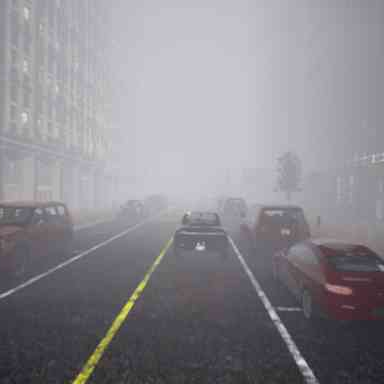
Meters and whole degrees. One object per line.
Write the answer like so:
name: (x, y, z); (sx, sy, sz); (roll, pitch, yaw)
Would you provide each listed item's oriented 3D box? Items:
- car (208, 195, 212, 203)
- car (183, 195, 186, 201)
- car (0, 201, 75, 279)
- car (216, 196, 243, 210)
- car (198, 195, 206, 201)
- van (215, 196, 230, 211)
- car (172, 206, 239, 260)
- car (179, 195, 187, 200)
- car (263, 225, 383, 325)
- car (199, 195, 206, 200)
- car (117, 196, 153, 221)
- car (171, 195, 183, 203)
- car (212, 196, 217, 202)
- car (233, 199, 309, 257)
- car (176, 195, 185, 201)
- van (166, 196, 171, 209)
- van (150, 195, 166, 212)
car: (4.684, 1.473, 69.897); (1.967, 1.590, 4.097); (1, 0, 2)
car: (-3.025, 1.436, 75.516); (1.752, 1.417, 4.829); (1, 0, 2)
car: (-5.188, 1.231, 9.936); (2.192, 1.841, 5.009); (1, 0, 2)
car: (3.436, 1.355, 27.935); (2.192, 1.841, 5.009); (1, 0, 2)
car: (2.472, 1.515, 81.307); (2.128, 1.511, 4.902); (1, 0, 2)
van: (3.825, 1.379, 42.173); (1.690, 1.788, 3.998); (1, 0, 2)
car: (0.340, 1.491, 12.582); (2.128, 1.511, 4.902); (1, 0, 2)
car: (-2.504, 1.486, 92.321); (1.802, 1.307, 4.206); (1, 0, 2)
car: (2.858, 1.622, 6.954); (1.802, 1.307, 4.206); (1, 0, 2)
car: (2.795, 1.572, 91.748); (1.895, 1.301, 4.718); (1, 0, 2)
car: (-4.617, 1.358, 26.295); (1.967, 1.590, 4.097); (1, 0, 2)
car: (-3.365, 1.496, 64.596); (1.802, 1.307, 4.206); (1, 0, 2)
car: (3.653, 1.354, 36.628); (2.192, 1.841, 5.009); (1, 0, 2)
car: (3.049, 1.356, 12.990); (2.192, 1.841, 5.009); (1, 0, 2)
car: (-2.848, 1.474, 81.231); (1.947, 1.339, 4.313); (1, 0, 2)
van: (-4.050, 1.259, 42.417); (1.690, 1.788, 3.998); (1, 0, 2)
van: (-4.223, 1.259, 36.872); (1.690, 1.788, 3.998); (1, 0, 2)
